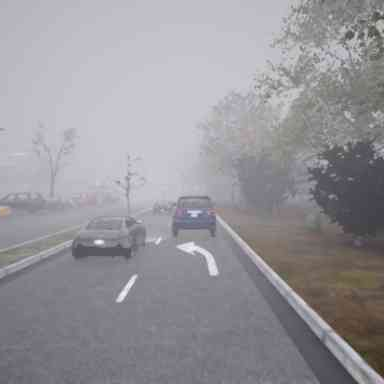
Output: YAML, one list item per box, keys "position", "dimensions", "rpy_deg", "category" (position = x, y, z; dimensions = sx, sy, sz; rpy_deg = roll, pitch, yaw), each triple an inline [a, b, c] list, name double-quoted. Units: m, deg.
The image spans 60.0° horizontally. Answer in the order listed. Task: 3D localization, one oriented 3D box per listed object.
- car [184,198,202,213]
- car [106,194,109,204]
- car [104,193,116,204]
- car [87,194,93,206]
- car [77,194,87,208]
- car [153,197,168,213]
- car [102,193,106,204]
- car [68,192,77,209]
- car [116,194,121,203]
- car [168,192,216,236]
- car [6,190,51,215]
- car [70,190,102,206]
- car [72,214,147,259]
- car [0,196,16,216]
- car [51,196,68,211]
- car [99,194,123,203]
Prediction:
- position: [0.113, 1.392, 36.425]
  dimensions: [1.837, 1.490, 4.892]
  rpy_deg: [0, 0, 0]
  category: "car"
- position: [-16.755, 1.459, 55.729]
  dimensions: [4.674, 1.452, 2.002]
  rpy_deg: [-1, 0, -20]
  category: "car"
- position: [-16.775, 1.177, 58.726]
  dimensions: [5.566, 2.045, 2.435]
  rpy_deg: [-1, 0, -20]
  category: "car"
- position: [-16.807, 1.424, 46.708]
  dimensions: [4.792, 1.488, 2.163]
  rpy_deg: [-1, 0, -20]
  category: "car"
- position: [-16.792, 1.389, 43.724]
  dimensions: [4.892, 1.521, 2.231]
  rpy_deg: [-1, 0, -20]
  category: "car"
- position: [-2.894, 1.488, 34.756]
  dimensions: [1.895, 1.301, 4.718]
  rpy_deg: [0, 0, 0]
  category: "car"
- position: [-16.945, 1.410, 52.662]
  dimensions: [5.366, 1.575, 1.946]
  rpy_deg: [-1, 0, -20]
  category: "car"
- position: [-16.821, 1.258, 40.714]
  dimensions: [4.553, 1.767, 2.185]
  rpy_deg: [-1, 0, -20]
  category: "car"
- position: [-16.702, 1.185, 61.762]
  dimensions: [5.566, 2.045, 2.435]
  rpy_deg: [-1, 0, -20]
  category: "car"
- position: [0.106, 1.152, 18.029]
  dimensions: [2.150, 2.045, 5.566]
  rpy_deg: [0, 0, 0]
  category: "car"
- position: [-16.824, 1.130, 31.701]
  dimensions: [5.566, 2.045, 2.435]
  rpy_deg: [-1, 0, -20]
  category: "car"
- position: [-16.806, 1.151, 49.712]
  dimensions: [5.566, 2.045, 2.435]
  rpy_deg: [-1, 0, -20]
  category: "car"
- position: [-2.896, 1.523, 12.391]
  dimensions: [1.994, 1.385, 4.181]
  rpy_deg: [0, 0, 0]
  category: "car"
- position: [-16.975, 1.394, 25.651]
  dimensions: [5.366, 1.575, 1.946]
  rpy_deg: [-1, 0, -20]
  category: "car"
- position: [-16.761, 1.254, 37.728]
  dimensions: [4.553, 1.767, 2.185]
  rpy_deg: [-1, 0, -20]
  category: "car"
- position: [-16.610, 1.329, 67.776]
  dimensions: [4.553, 1.767, 2.185]
  rpy_deg: [-1, 0, -19]
  category: "car"
